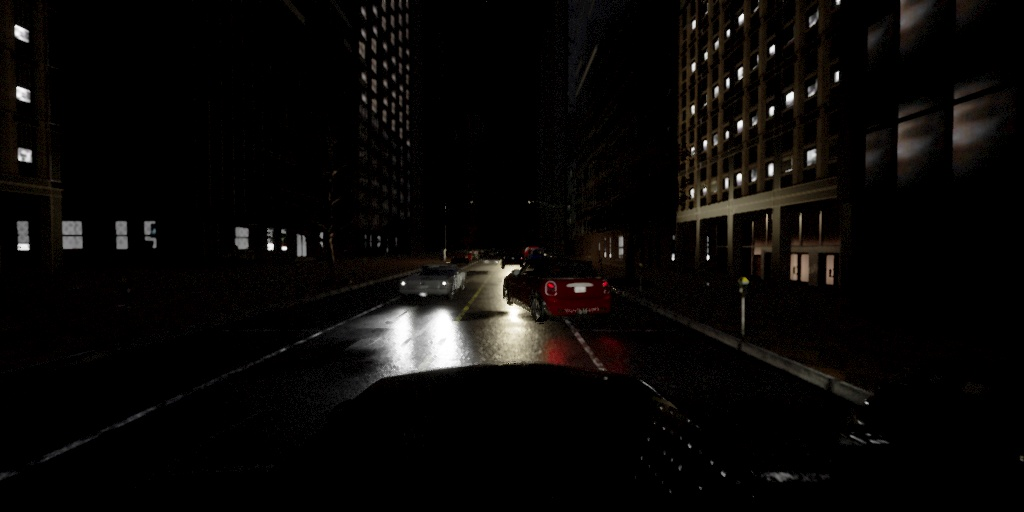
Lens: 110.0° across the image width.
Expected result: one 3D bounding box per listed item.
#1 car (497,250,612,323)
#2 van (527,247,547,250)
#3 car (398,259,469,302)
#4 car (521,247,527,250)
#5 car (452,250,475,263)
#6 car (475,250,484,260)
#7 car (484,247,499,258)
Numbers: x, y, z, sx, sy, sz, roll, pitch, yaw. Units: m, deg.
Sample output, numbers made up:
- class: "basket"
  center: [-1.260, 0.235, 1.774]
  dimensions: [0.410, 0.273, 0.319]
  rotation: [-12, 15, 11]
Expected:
- class: "car"
  center: [1.184, 0.831, 11.296]
  dimensions: [2.097, 1.767, 4.553]
  rotation: [0, 2, -16]
- class: "van"
  center: [2.690, 0.143, 35.311]
  dimensions: [1.690, 1.789, 3.998]
  rotation: [0, 0, 0]
- class: "car"
  center: [-3.100, 0.983, 14.752]
  dimensions: [1.895, 1.301, 4.718]
  rotation: [0, 2, 0]
- class: "car"
  center: [0.095, 0.177, 34.466]
  dimensions: [2.097, 1.767, 4.553]
  rotation: [0, 2, 0]
- class: "car"
  center: [-5.690, 0.083, 40.922]
  dimensions: [1.967, 1.591, 4.097]
  rotation: [0, 0, 0]
- class: "car"
  center: [-5.691, -0.128, 52.203]
  dimensions: [2.007, 1.370, 4.403]
  rotation: [0, 0, 0]
- class: "car"
  center: [-3.002, -0.591, 55.979]
  dimensions: [1.882, 1.535, 5.008]
  rotation: [0, 2, 0]
